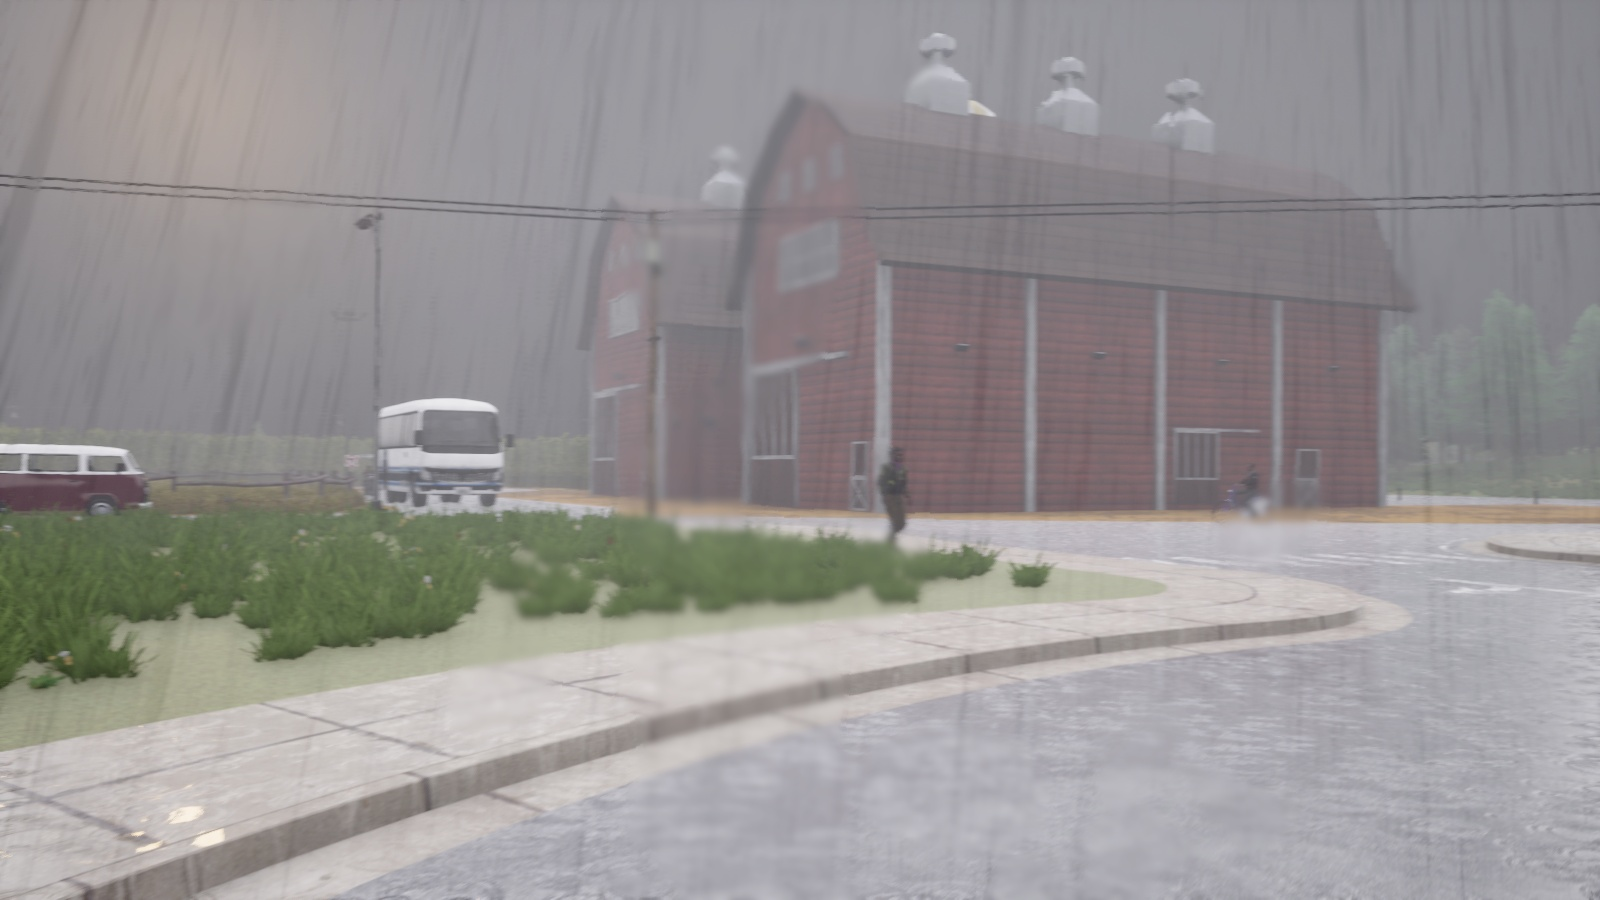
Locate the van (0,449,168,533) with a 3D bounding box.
[{"bbox_3d":[-18.644,1.027,31.956,4.480,2.038,2.069,0,-1,-25],"label":"van"}]

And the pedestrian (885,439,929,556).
[{"bbox_3d":[1.808,0.796,21.231,0.395,1.930,0.692,1,-1,-32],"label":"pedestrian"}]

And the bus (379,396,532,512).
[{"bbox_3d":[-14.378,0.232,51.571,3.944,4.253,10.273,0,-1,-28],"label":"bus"}]

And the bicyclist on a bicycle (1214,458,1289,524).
[{"bbox_3d":[12.523,1.129,34.824,1.843,1.776,0.659,0,1,-8],"label":"bicyclist on a bicycle"}]

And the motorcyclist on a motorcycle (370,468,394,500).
[{"bbox_3d":[-21.975,1.782,66.017,0.766,1.649,2.350,0,-1,-29],"label":"motorcyclist on a motorcycle"}]
